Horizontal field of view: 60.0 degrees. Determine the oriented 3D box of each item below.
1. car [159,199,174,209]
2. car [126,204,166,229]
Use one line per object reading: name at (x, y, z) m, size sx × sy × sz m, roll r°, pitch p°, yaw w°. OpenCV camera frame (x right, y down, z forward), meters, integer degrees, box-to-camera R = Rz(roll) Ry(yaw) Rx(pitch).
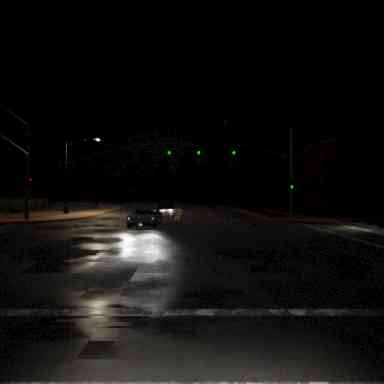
car at (-3.797, 1.748, 48.022) m, size 1.994 × 1.385 × 4.181 m, roll 0°, pitch 0°, yaw -8°
car at (-3.089, 1.688, 22.342) m, size 1.895 × 1.301 × 4.718 m, roll 0°, pitch 0°, yaw 1°
